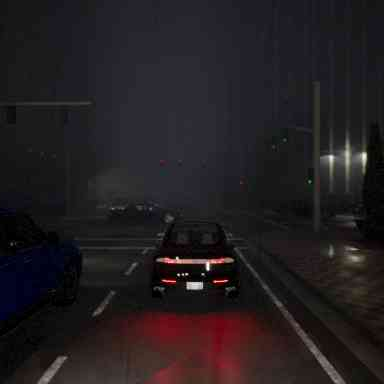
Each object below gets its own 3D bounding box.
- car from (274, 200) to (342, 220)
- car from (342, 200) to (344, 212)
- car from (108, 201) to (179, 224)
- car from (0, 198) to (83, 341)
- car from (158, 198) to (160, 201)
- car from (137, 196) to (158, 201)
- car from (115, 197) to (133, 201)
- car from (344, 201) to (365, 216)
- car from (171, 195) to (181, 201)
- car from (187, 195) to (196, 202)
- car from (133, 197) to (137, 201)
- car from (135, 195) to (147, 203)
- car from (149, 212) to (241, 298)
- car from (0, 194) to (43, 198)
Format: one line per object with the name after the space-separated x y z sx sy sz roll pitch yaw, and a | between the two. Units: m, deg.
9.321 1.491 27.633 4.902 1.511 2.128 0 0 -1 | car
15.234 1.564 34.904 4.181 1.385 1.994 0 0 -1 | car
-3.275 1.548 23.985 5.357 1.411 2.033 0 0 -1 | car
-3.450 1.221 4.845 2.150 2.045 5.566 0 0 1 | car
-7.164 1.564 62.908 1.994 1.385 4.181 0 0 0 | car
-7.178 1.505 53.999 1.837 1.490 4.892 0 0 0 | car
-10.683 1.526 50.231 1.812 1.442 4.674 0 0 0 | car
17.482 1.505 31.430 4.892 1.490 1.837 0 0 -1 | car
-3.629 1.339 76.057 1.812 1.442 4.674 0 0 0 | car
-0.128 1.429 75.523 1.837 1.490 4.892 0 0 0 | car
-10.670 1.601 59.340 1.895 1.301 4.718 0 0 0 | car
-10.618 1.477 69.782 1.882 1.535 5.008 0 0 0 | car
0.079 1.492 8.477 2.128 1.511 4.902 0 0 1 | car
-13.698 1.223 28.464 5.566 2.045 2.150 0 1 -16 | car
